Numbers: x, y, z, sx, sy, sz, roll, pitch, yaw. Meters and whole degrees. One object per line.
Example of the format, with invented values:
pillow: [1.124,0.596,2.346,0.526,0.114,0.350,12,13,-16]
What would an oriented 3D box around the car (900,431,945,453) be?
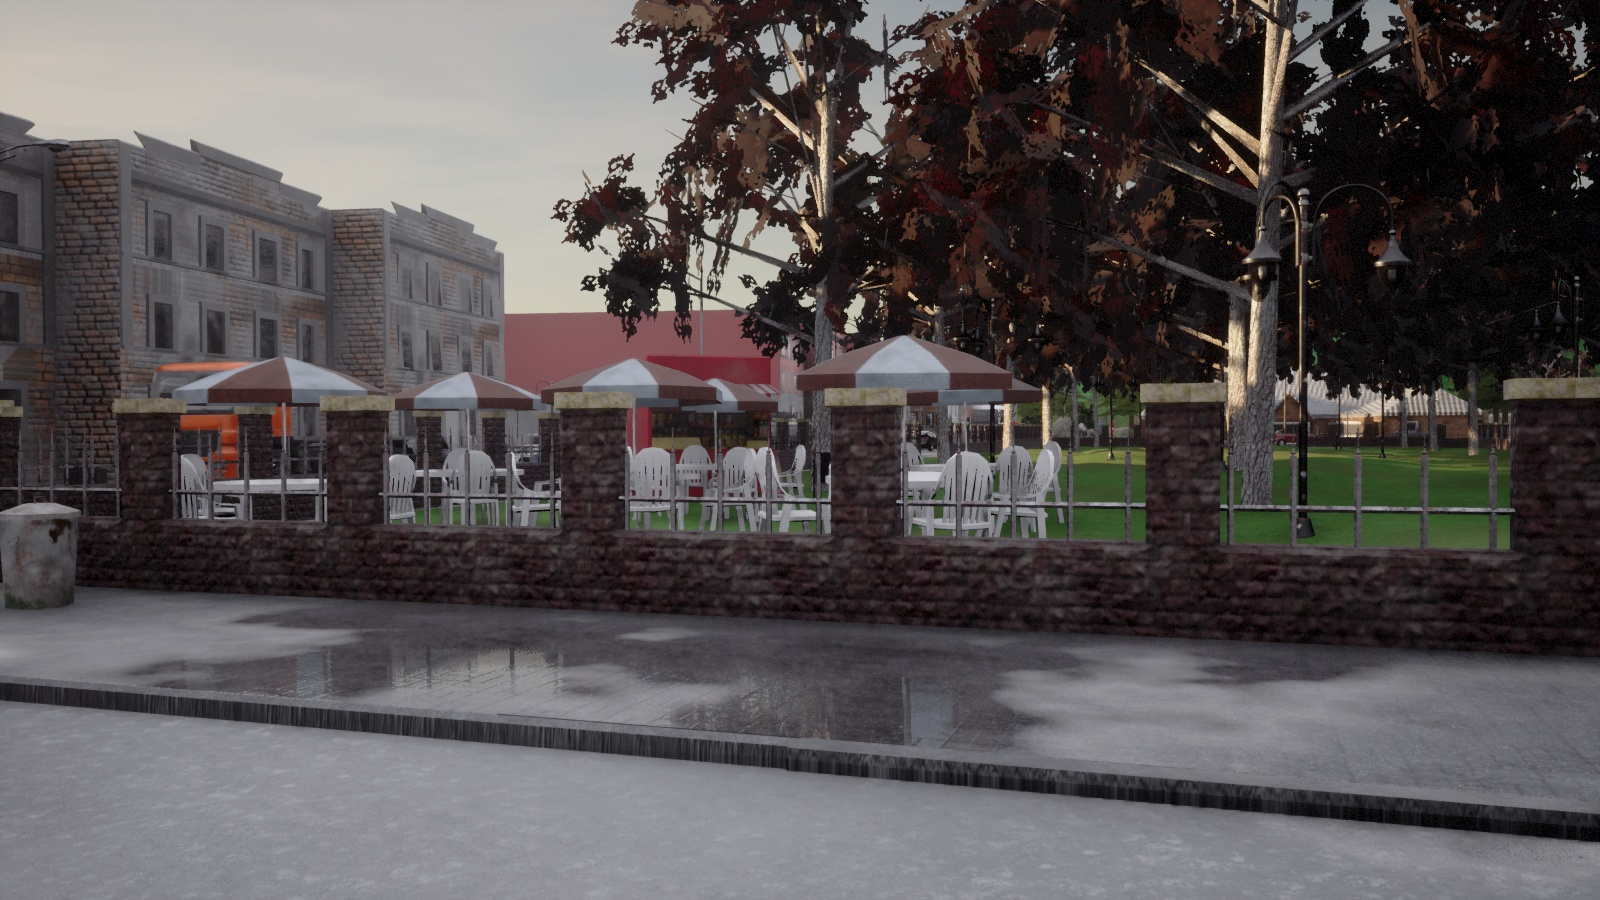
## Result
car: [8.858,-0.584,90.158,2.163,1.488,4.792,1,1,19]

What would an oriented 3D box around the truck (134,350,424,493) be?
truck: [-14.014,-0.764,34.722,2.891,3.462,7.936,1,1,19]

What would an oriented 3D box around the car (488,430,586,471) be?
car: [-9.831,-0.001,47.206,1.970,1.475,3.806,1,1,19]

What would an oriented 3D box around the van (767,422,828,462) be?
van: [-0.080,-0.438,63.653,1.775,1.987,4.442,1,1,19]
